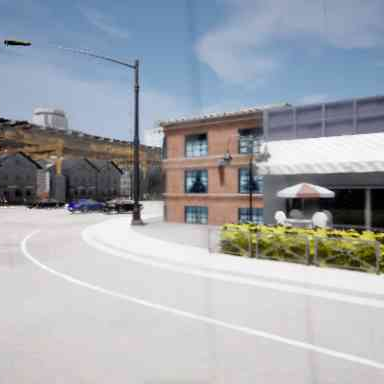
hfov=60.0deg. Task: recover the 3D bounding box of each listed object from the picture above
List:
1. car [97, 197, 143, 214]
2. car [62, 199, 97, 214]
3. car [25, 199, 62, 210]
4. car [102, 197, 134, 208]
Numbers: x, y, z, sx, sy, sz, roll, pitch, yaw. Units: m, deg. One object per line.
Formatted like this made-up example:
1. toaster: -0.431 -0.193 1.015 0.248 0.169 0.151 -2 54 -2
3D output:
1. car: -7.166 1.475 34.894 2.128 1.511 4.902 0 0 30
2. car: -11.042 1.505 35.478 1.812 1.442 4.674 0 0 29
3. car: -18.970 1.575 42.922 1.895 1.301 4.718 0 0 31
4. car: -10.802 1.502 49.063 1.812 1.442 4.674 0 0 34
